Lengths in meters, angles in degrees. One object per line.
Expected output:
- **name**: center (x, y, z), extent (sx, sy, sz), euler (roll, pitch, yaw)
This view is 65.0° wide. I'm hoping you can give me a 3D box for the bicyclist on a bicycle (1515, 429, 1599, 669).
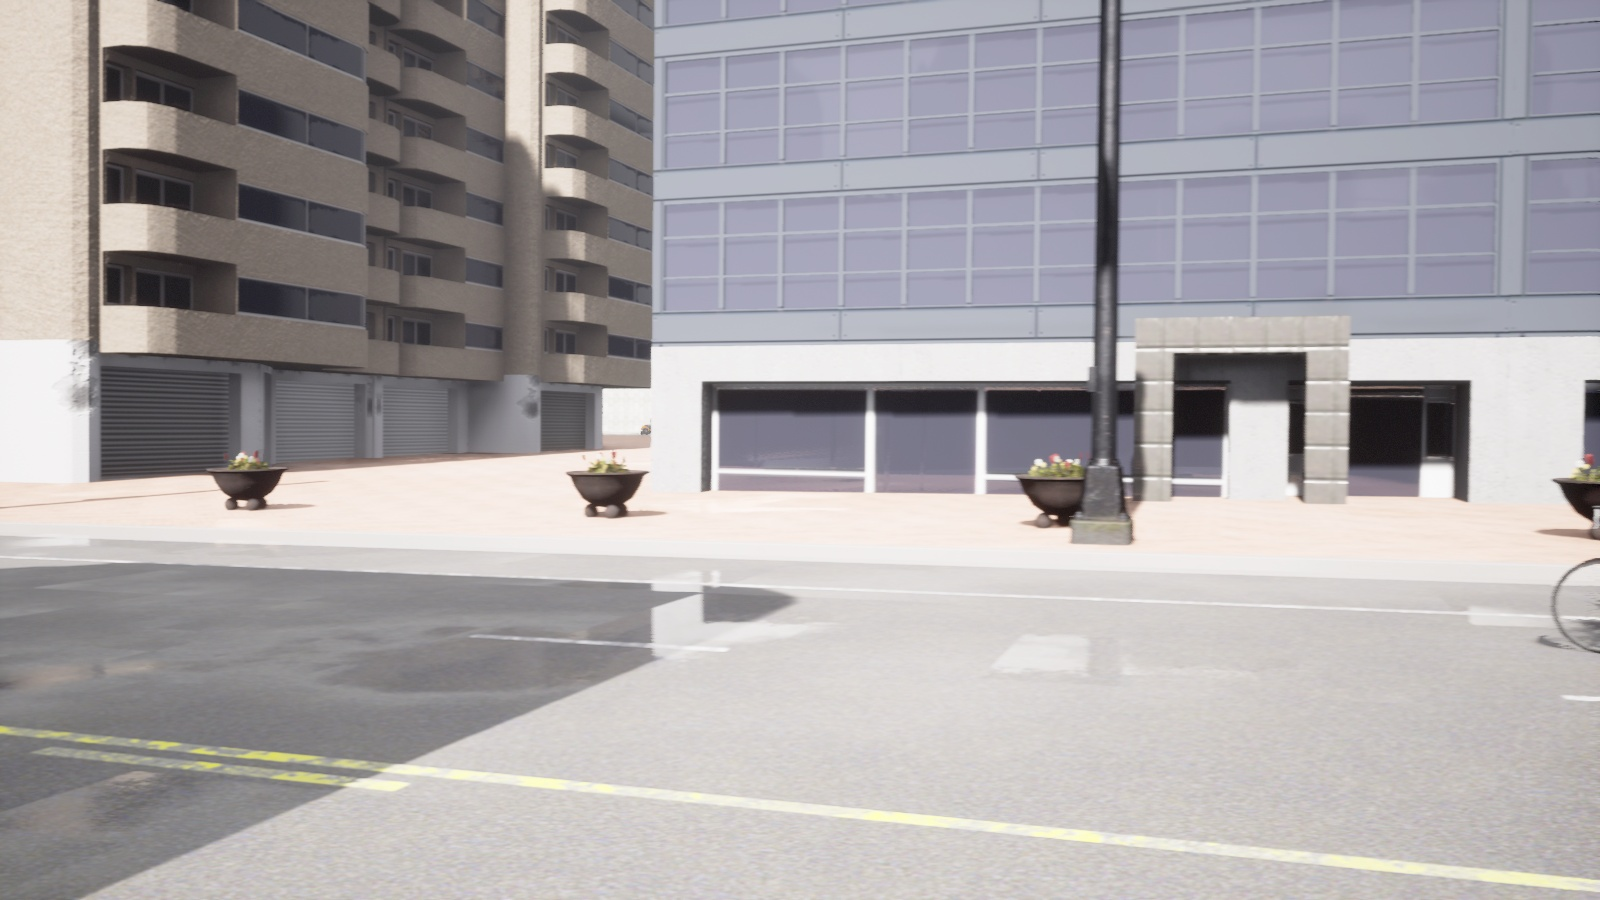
- **bicyclist on a bicycle**: center (5.900, 0.664, 8.591), extent (1.656, 1.620, 0.582), euler (0, 1, 19)
